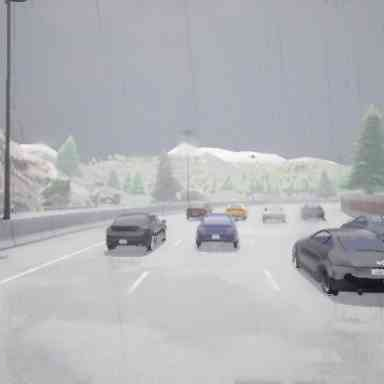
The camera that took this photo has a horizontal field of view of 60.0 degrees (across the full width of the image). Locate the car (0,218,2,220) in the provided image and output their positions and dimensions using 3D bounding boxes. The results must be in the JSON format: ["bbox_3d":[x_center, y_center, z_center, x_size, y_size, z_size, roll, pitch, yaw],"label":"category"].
[{"bbox_3d":[-12.669,1.750,18.611,1.994,1.385,4.181,0,-1,8],"label":"car"}]

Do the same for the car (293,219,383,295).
[{"bbox_3d":[4.087,1.673,8.975,1.994,1.385,4.181,0,-1,4],"label":"car"}]

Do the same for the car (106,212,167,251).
[{"bbox_3d":[-2.354,1.670,15.037,1.837,1.490,4.892,0,-1,6],"label":"car"}]

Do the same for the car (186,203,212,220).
[{"bbox_3d":[0.829,1.844,32.560,1.882,1.535,5.008,0,-1,14],"label":"car"}]

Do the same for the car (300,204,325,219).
[{"bbox_3d":[11.442,1.868,31.727,2.128,1.511,4.902,0,-1,14],"label":"car"}]

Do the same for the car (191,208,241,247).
[{"bbox_3d":[1.263,1.707,15.937,1.812,1.442,4.674,0,-1,7],"label":"car"}]

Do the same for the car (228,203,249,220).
[{"bbox_3d":[4.492,1.853,32.801,1.882,1.535,5.008,0,-1,14],"label":"car"}]

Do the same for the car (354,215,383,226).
[{"bbox_3d":[8.228,1.749,15.081,1.994,1.385,4.181,0,-1,7],"label":"car"}]

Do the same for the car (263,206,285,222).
[{"bbox_3d":[7.386,1.951,30.043,1.895,1.301,4.718,0,-1,13],"label":"car"}]
